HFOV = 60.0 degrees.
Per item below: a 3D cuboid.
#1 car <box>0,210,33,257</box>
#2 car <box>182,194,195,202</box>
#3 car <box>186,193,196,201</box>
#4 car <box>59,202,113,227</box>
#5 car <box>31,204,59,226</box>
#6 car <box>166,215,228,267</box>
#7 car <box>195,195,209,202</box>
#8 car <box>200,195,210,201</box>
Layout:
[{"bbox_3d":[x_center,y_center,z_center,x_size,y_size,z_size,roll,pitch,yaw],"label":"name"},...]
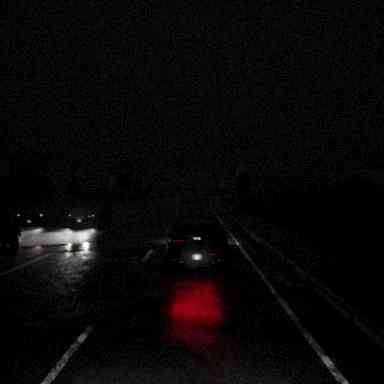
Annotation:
[{"bbox_3d":[-6.937,1.476,10.011,1.812,1.442,4.674,0,0,1],"label":"car"},{"bbox_3d":[-1.099,1.514,75.208,2.033,1.411,5.357,0,0,4],"label":"car"},{"bbox_3d":[-0.203,1.267,85.493,2.097,1.767,4.553,0,0,6],"label":"car"},{"bbox_3d":[-6.684,1.441,22.378,2.128,1.511,4.902,0,0,2],"label":"car"},{"bbox_3d":[-10.177,1.527,23.093,1.895,1.301,4.718,0,0,1],"label":"car"},{"bbox_3d":[0.190,1.543,11.483,1.837,1.490,4.892,0,0,1],"label":"car"},{"bbox_3d":[2.425,1.355,75.366,2.097,1.767,4.553,0,0,5],"label":"car"},{"bbox_3d":[3.320,1.533,85.578,2.128,1.511,4.902,0,0,6],"label":"car"}]
